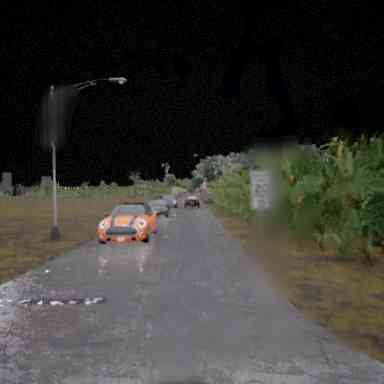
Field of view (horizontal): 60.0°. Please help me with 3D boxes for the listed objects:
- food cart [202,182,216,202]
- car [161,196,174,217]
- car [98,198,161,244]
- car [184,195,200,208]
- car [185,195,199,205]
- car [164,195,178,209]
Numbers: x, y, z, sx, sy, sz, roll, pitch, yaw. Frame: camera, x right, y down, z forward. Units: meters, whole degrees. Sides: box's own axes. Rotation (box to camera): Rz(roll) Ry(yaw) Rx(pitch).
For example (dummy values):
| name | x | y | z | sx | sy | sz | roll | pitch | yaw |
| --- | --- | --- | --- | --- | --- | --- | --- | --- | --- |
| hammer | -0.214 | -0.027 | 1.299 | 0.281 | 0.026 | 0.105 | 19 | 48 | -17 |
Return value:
| name | x | y | z | sx | sy | sz | roll | pitch | yaw |
| --- | --- | --- | --- | --- | --- | --- | --- | --- | --- |
| food cart | 3.083 | -0.020 | 62.456 | 2.280 | 3.560 | 4.660 | -2 | -1 | 0 |
| car | -2.844 | 1.364 | 28.839 | 1.837 | 1.490 | 4.892 | -1 | 1 | 0 |
| car | -2.853 | 1.295 | 15.546 | 2.097 | 1.767 | 4.553 | -1 | 0 | 0 |
| car | 0.009 | 1.188 | 42.422 | 1.882 | 1.535 | 5.008 | -1 | 0 | 0 |
| car | 0.016 | 1.206 | 52.844 | 1.994 | 1.385 | 4.181 | -1 | 0 | 0 |
| car | -2.801 | 1.131 | 40.820 | 2.097 | 1.767 | 4.553 | -1 | 1 | 1 |
